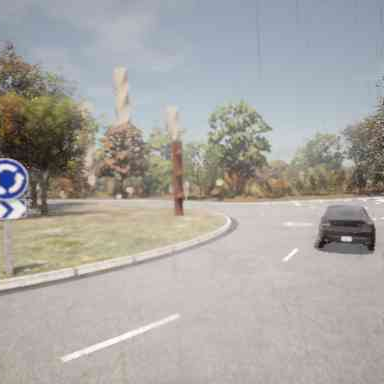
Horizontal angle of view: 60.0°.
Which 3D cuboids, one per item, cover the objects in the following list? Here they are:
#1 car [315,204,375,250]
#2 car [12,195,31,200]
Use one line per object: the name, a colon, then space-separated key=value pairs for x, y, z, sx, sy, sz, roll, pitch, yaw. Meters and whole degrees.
car: x=6.027 y=1.249 z=13.194 sx=1.837 sy=1.490 sz=4.892 roll=1 pitch=1 yaw=23
car: x=-38.167 y=1.530 z=76.751 sx=4.892 sy=1.521 sz=2.231 roll=-3 pitch=-1 yaw=-38
